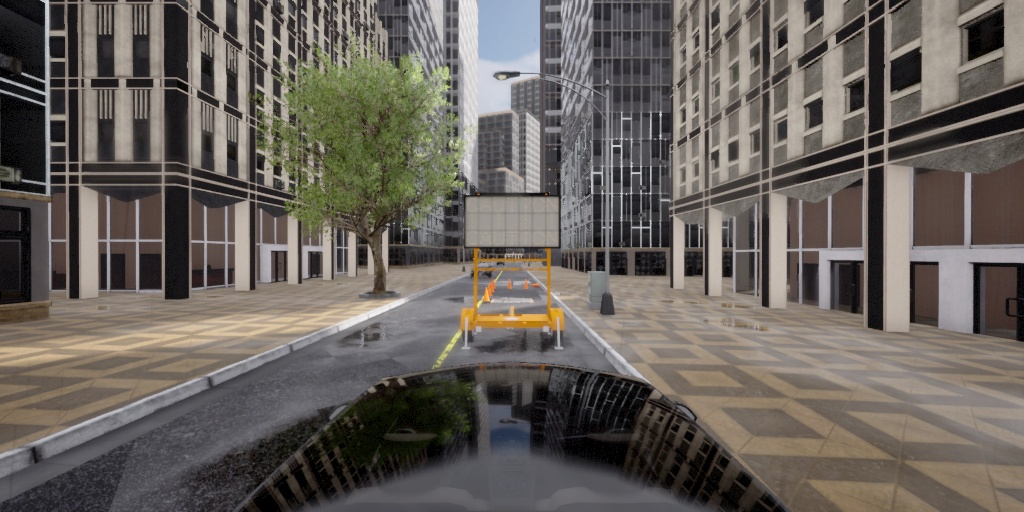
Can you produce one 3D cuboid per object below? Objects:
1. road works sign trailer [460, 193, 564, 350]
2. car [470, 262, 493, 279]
[{"bbox_3d":[0.010,0.214,9.080,2.380,3.560,2.880,0,0,0],"label":"road works sign trailer"},{"bbox_3d":[-2.814,1.294,33.530,1.812,1.442,4.674,0,0,0],"label":"car"}]
